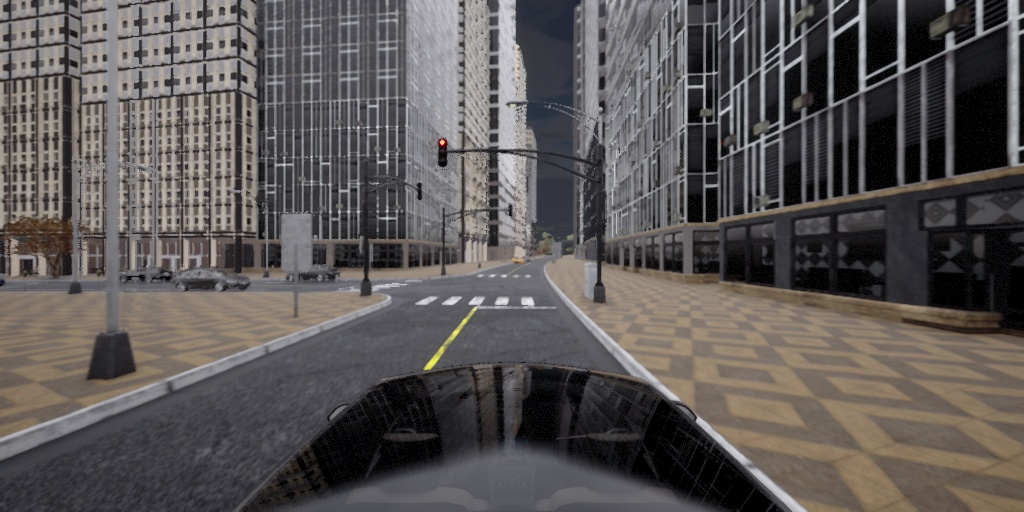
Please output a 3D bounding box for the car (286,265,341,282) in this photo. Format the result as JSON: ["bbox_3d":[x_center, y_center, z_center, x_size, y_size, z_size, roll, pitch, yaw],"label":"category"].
[{"bbox_3d":[-16.500,1.418,29.800,4.403,1.370,2.007,0,0,10],"label":"car"}]

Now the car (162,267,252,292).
[{"bbox_3d":[-17.912,1.427,21.539,4.403,1.370,2.007,0,0,10],"label":"car"}]

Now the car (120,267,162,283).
[{"bbox_3d":[-33.132,1.701,32.645,4.313,1.339,1.948,0,0,10],"label":"car"}]

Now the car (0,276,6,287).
[{"bbox_3d":[-43.038,1.815,28.501,4.674,1.442,1.812,-1,0,10],"label":"car"}]

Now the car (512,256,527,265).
[{"bbox_3d":[1.106,0.796,64.392,1.882,1.535,5.008,0,2,7],"label":"car"}]
